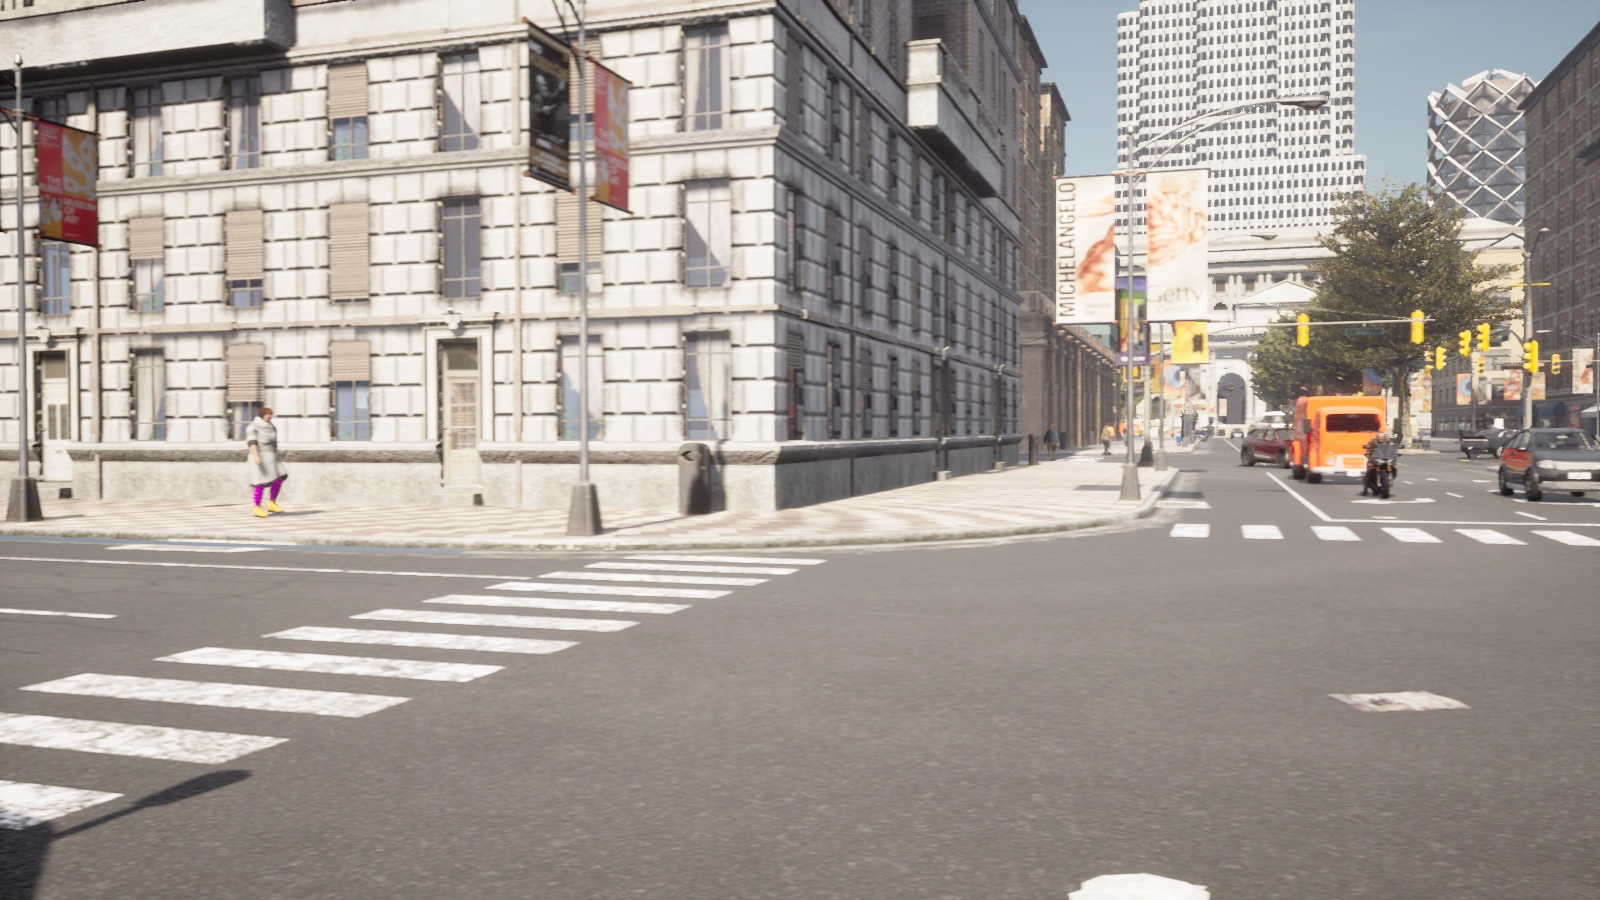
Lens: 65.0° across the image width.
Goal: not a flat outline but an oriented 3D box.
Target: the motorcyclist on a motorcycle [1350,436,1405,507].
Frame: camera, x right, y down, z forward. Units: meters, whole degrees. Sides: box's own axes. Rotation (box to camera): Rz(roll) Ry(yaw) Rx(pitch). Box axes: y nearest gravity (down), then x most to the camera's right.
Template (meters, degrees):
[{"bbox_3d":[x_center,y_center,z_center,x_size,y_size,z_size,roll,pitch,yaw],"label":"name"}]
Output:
[{"bbox_3d":[13.108,0.454,28.560,0.866,1.530,2.191,1,1,18],"label":"motorcyclist on a motorcycle"}]

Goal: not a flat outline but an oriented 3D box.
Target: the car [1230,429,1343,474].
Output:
[{"bbox_3d":[19.136,0.033,49.636,2.033,1.649,4.856,0,1,-8],"label":"car"}]

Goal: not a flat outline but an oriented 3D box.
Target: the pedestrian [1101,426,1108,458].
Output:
[{"bbox_3d":[17.659,-0.469,72.785,0.331,1.846,0.634,1,1,19],"label":"pedestrian"}]

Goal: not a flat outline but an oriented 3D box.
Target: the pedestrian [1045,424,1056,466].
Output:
[{"bbox_3d":[11.217,-0.237,56.185,0.402,1.842,0.726,0,1,17],"label":"pedestrian"}]

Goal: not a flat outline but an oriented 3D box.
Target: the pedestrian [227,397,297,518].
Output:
[{"bbox_3d":[-8.940,0.115,20.870,0.873,1.952,0.659,1,1,25],"label":"pedestrian"}]

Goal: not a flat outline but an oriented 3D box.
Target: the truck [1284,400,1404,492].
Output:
[{"bbox_3d":[15.782,-0.213,36.736,2.627,2.467,5.204,0,3,17],"label":"truck"}]

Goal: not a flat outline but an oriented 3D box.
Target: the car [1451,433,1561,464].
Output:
[{"bbox_3d":[35.052,-0.084,62.346,4.902,1.511,2.128,0,1,-21],"label":"car"}]

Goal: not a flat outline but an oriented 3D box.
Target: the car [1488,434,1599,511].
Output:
[{"bbox_3d":[16.401,0.429,27.367,1.789,1.549,3.705,1,1,18],"label":"car"}]
